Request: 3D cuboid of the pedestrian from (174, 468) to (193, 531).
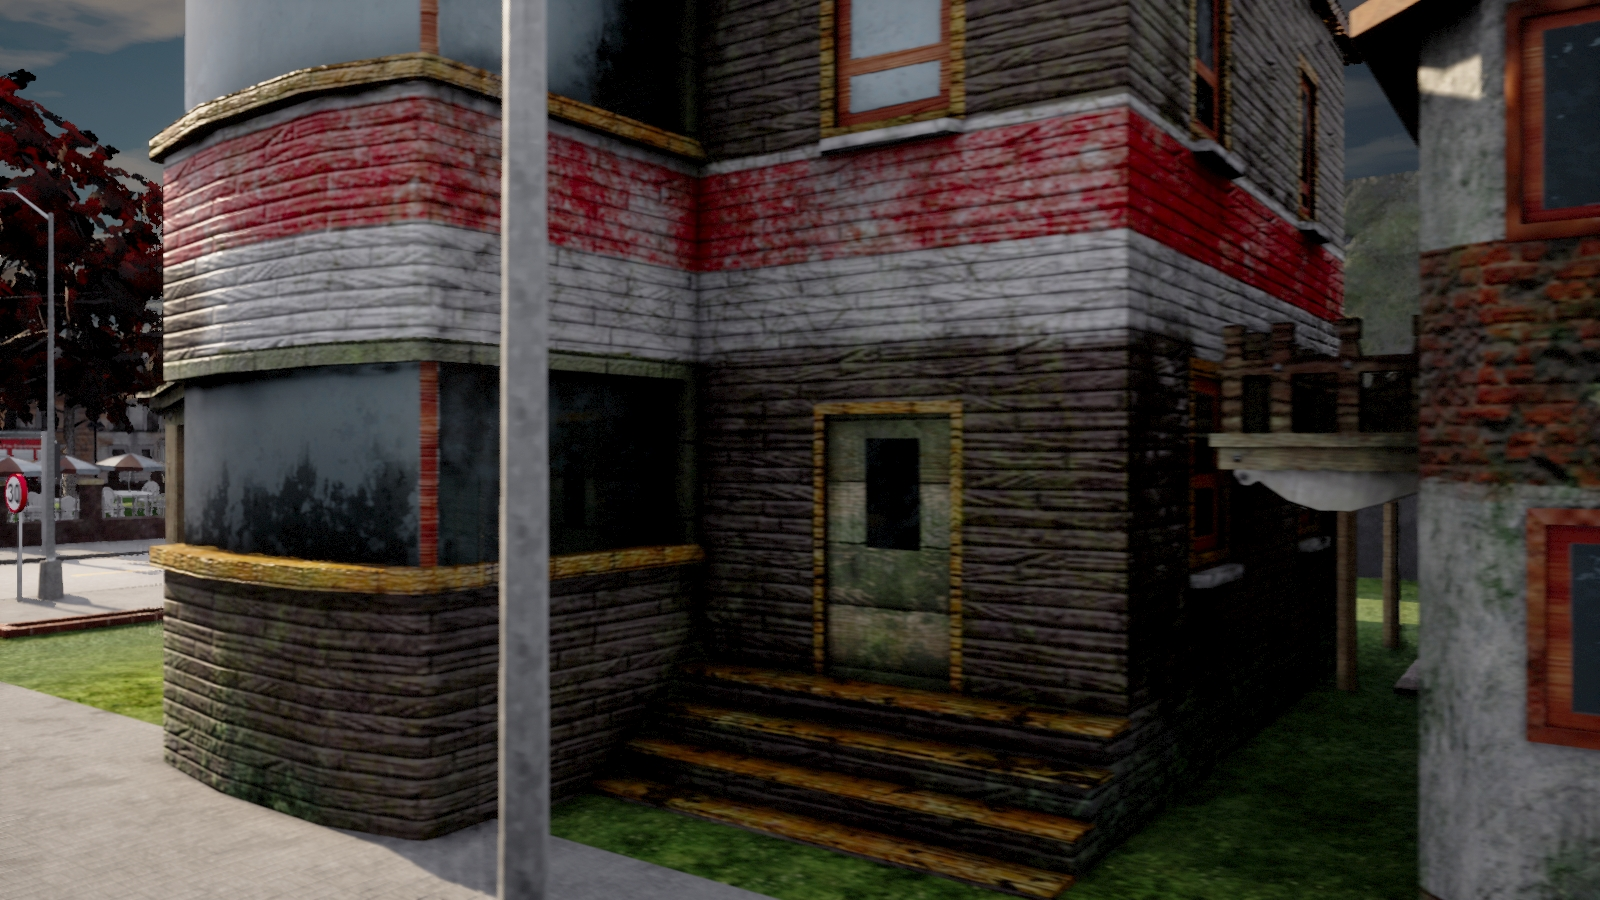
[{"bbox_3d":[-18.500,1.470,34.264,0.375,1.860,0.375,0,0,35],"label":"pedestrian"}]
